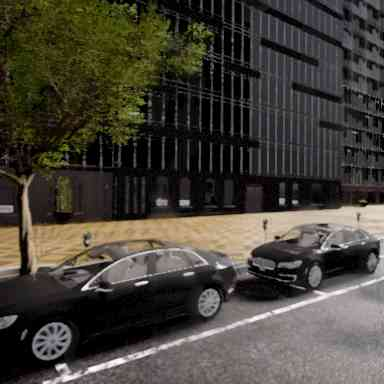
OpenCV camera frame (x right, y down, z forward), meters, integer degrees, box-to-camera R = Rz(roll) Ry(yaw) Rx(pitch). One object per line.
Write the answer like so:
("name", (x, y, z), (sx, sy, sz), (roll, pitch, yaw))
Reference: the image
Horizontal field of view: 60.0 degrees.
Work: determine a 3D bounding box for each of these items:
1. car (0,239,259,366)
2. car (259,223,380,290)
("car", (-1.181, 1.550, 5.706), (4.403, 1.369, 2.008), (0, 1, -35))
("car", (3.416, 1.548, 8.985), (4.403, 1.369, 2.008), (0, 1, -35))
